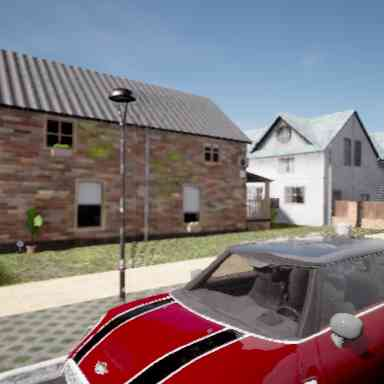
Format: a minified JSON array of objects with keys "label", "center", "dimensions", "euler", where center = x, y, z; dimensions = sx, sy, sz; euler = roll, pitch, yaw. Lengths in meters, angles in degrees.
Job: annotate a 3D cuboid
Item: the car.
[{"label":"car","center":[0.993,1.362,3.659],"dimensions":[4.553,1.767,2.097],"euler":[0,0,-36]}]
